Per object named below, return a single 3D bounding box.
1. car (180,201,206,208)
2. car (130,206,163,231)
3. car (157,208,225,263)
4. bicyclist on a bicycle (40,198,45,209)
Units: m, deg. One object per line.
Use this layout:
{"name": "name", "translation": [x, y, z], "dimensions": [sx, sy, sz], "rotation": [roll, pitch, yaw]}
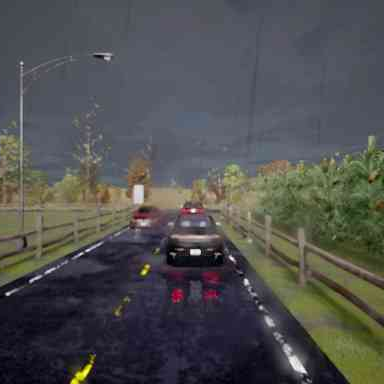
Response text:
{"name": "car", "translation": [0.102, 1.484, 27.021], "dimensions": [2.097, 1.767, 4.553], "rotation": [0, 0, 0]}
{"name": "car", "translation": [-2.833, 1.634, 21.817], "dimensions": [1.812, 1.442, 4.674], "rotation": [0, 0, 0]}
{"name": "car", "translation": [0.100, 1.556, 12.184], "dimensions": [2.128, 1.511, 4.902], "rotation": [0, 0, 0]}
{"name": "bicyclist on a bicycle", "translation": [-22.418, 1.726, 49.795], "dimensions": [0.582, 1.620, 1.656], "rotation": [0, 0, 1]}
